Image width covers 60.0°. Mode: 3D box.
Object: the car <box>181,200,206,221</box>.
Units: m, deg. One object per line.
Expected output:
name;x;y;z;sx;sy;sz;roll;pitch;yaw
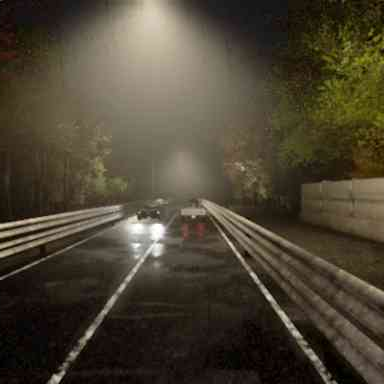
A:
car;0.113;1.587;27.249;1.895;1.301;4.718;0;0;0

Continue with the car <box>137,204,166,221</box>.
car;-3.238;1.631;27.133;1.895;1.301;4.718;0;0;0

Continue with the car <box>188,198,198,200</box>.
car;0.122;1.674;47.500;1.837;1.490;4.892;0;-1;0
